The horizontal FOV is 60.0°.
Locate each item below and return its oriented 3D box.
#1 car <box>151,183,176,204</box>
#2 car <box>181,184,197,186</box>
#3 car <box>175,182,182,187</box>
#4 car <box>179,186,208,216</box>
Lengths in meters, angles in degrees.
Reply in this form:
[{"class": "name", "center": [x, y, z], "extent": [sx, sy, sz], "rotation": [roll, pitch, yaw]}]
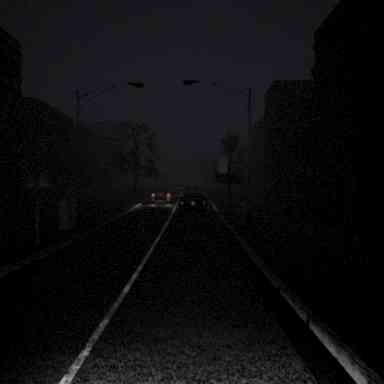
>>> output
[{"class": "car", "center": [-3.129, 0.235, 35.211], "extent": [2.097, 1.767, 4.553], "rotation": [0, 3, 0]}, {"class": "car", "center": [0.058, -0.126, 42.071], "extent": [2.097, 1.767, 4.553], "rotation": [0, 3, 0]}, {"class": "car", "center": [-3.089, -1.688, 75.481], "extent": [1.994, 1.385, 4.181], "rotation": [0, 3, 0]}, {"class": "car", "center": [0.073, 0.738, 25.682], "extent": [2.097, 1.767, 4.553], "rotation": [0, 3, 0]}]
